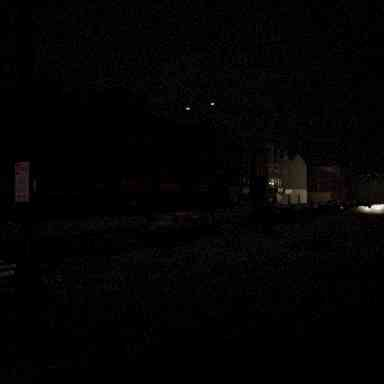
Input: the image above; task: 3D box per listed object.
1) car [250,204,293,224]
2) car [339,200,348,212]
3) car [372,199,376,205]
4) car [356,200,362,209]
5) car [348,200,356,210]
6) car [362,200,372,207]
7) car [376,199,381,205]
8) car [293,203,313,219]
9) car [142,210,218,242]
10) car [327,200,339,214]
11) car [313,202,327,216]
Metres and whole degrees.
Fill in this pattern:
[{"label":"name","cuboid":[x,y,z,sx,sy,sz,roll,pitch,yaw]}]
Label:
[{"label":"car","cuboid":[5.995,1.713,25.934,1.947,1.339,4.313,-1,-1,35]},{"label":"car","cuboid":[18.992,1.782,44.304,1.967,1.590,4.097,-1,-1,35]},{"label":"car","cuboid":[35.242,2.209,67.262,1.887,1.381,4.507,-1,-2,35]},{"label":"car","cuboid":[25.493,2.011,53.486,2.008,1.369,4.403,-1,-1,35]},{"label":"car","cuboid":[22.243,1.950,48.895,2.008,1.369,4.403,-1,-1,35]},{"label":"car","cuboid":[31.993,2.144,62.671,2.008,1.369,4.403,-1,-1,35]},{"label":"car","cuboid":[44.990,2.458,81.036,2.008,1.369,4.403,-2,-2,35]},{"label":"car","cuboid":[9.244,1.741,30.526,2.008,1.369,4.403,-1,-1,35]},{"label":"car","cuboid":[-0.407,1.597,16.889,1.752,1.417,4.829,-1,-1,35]},{"label":"car","cuboid":[15.744,1.832,39.710,1.887,1.381,4.507,-1,-1,35]},{"label":"car","cuboid":[12.494,1.819,35.118,1.802,1.307,4.206,-1,-1,35]}]
